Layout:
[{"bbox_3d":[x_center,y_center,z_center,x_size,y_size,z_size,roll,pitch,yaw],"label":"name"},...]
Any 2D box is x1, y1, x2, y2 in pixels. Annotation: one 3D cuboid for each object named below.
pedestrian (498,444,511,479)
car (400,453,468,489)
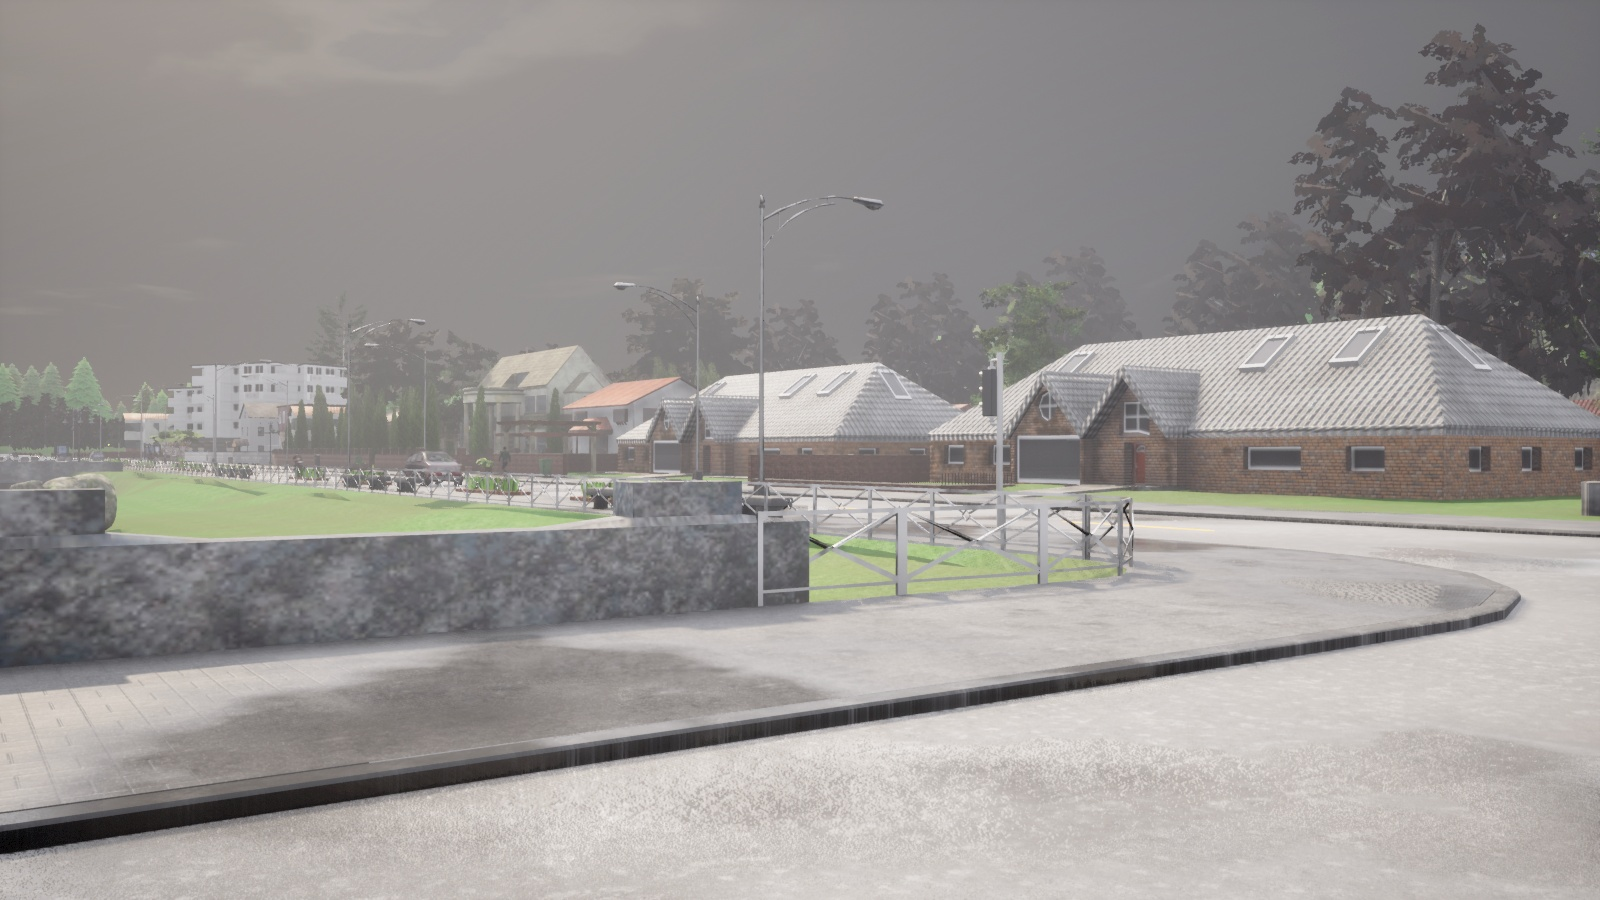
[{"bbox_3d":[-16.579,0.662,70.507,0.423,1.949,0.788,0,0,-36],"label":"pedestrian"},{"bbox_3d":[-16.188,0.894,55.494,1.789,1.549,3.705,0,0,-35],"label":"car"}]
